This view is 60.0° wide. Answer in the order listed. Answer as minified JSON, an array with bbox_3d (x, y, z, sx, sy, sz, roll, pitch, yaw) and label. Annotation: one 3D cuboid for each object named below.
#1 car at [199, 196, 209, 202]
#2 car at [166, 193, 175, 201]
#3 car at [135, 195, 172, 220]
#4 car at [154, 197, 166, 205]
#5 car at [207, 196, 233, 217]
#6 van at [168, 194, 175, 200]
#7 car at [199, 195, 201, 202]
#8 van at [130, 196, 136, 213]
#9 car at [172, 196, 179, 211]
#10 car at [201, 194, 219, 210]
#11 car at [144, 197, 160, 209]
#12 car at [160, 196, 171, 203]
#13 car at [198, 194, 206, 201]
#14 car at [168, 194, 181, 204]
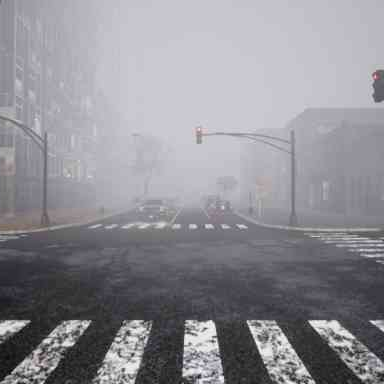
[{"bbox_3d":[2.702,1.572,76.415,1.947,1.339,4.313,1,0,0],"label":"car"},{"bbox_3d":[-5.673,1.321,87.724,2.192,1.841,5.009,1,0,0],"label":"car"},{"bbox_3d":[-3.133,1.356,28.167,2.097,1.767,4.553,0,0,1],"label":"car"},{"bbox_3d":[-5.678,1.587,59.354,1.802,1.307,4.206,1,0,0],"label":"car"},{"bbox_3d":[2.705,1.444,31.023,1.967,1.590,4.097,1,0,0],"label":"car"},{"bbox_3d":[-5.674,1.347,93.398,1.690,1.788,3.998,1,0,0],"label":"van"},{"bbox_3d":[2.707,1.321,65.067,2.192,1.841,5.009,1,0,0],"label":"car"},{"bbox_3d":[-5.673,1.346,36.658,1.690,1.788,3.998,1,0,0],"label":"van"},{"bbox_3d":[-3.100,1.551,41.336,2.033,1.411,5.357,0,0,0],"label":"car"},{"bbox_3d":[2.707,1.320,42.371,2.192,1.841,5.009,1,0,0],"label":"car"},{"bbox_3d":[-5.677,1.530,47.836,1.752,1.417,4.829,1,0,0],"label":"car"},{"bbox_3d":[-5.678,1.572,70.702,1.947,1.339,4.313,1,0,0],"label":"car"},{"bbox_3d":[2.704,1.446,87.762,1.967,1.590,4.097,1,0,0],"label":"car"},{"bbox_3d":[-3.018,1.531,62.123,1.812,1.442,4.674,0,0,0],"label":"car"}]
